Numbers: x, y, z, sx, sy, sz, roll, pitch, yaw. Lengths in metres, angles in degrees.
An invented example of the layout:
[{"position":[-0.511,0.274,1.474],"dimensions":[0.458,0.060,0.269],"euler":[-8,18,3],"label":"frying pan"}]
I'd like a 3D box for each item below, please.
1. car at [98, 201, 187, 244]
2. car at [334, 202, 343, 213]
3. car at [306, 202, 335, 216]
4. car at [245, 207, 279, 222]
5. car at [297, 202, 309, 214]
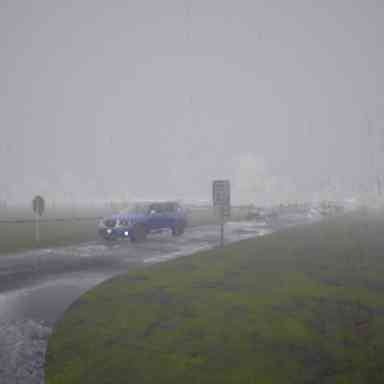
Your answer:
[{"position":[-2.458,1.538,18.128],"dimensions":[2.150,2.045,5.566],"euler":[-1,-1,33],"label":"car"},{"position":[21.557,2.343,50.255],"dimensions":[1.837,1.490,4.892],"euler":[-1,-1,33],"label":"car"},{"position":[16.317,2.302,42.001],"dimensions":[1.895,1.301,4.718],"euler":[-1,-1,33],"label":"car"},{"position":[6.927,2.168,32.732],"dimensions":[1.895,1.301,4.718],"euler":[-1,-1,33],"label":"car"},{"position":[16.557,2.220,47.560],"dimensions":[2.097,1.767,4.553],"euler":[-1,-1,33],"label":"car"}]
